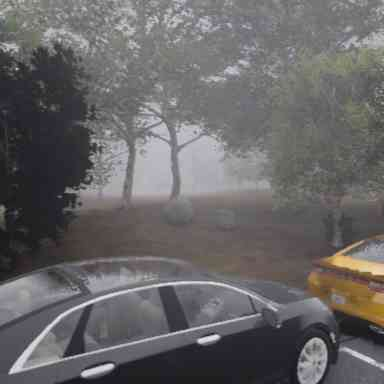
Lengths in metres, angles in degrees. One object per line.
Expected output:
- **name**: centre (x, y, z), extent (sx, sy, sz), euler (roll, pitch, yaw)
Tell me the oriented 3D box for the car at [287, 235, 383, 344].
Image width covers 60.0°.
- **car**: centre (4.514, 1.532, 6.294), extent (5.008, 1.535, 2.097), euler (0, 0, -26)
